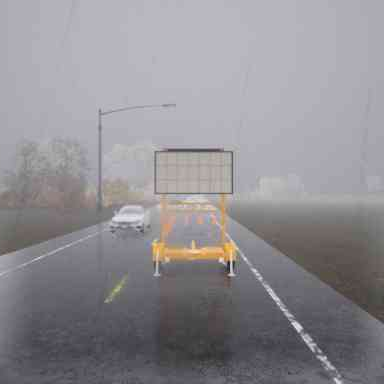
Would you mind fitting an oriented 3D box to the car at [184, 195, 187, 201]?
[{"bbox_3d":[-2.460,1.577,90.095,1.837,1.490,4.892,0,0,1],"label":"car"}]

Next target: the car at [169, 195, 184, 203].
[{"bbox_3d":[-3.048,1.390,60.680,2.097,1.767,4.553,0,0,1],"label":"car"}]

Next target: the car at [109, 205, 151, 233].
[{"bbox_3d":[-3.508,1.535,19.680,1.812,1.442,4.674,0,0,0],"label":"car"}]

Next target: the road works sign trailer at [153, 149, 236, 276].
[{"bbox_3d":[0.054,0.469,10.321,2.380,3.560,2.880,0,0,-1],"label":"road works sign trailer"}]
